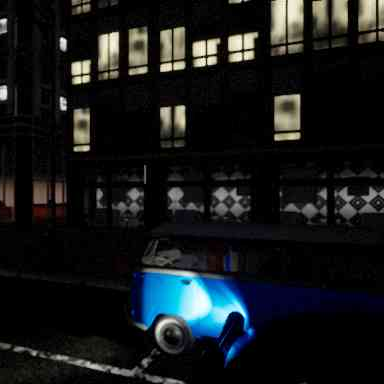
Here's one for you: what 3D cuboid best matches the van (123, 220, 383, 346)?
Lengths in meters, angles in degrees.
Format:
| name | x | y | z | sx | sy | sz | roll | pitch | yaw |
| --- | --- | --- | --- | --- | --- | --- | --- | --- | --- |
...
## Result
| name | x | y | z | sx | sy | sz | roll | pitch | yaw |
| --- | --- | --- | --- | --- | --- | --- | --- | --- | --- |
| van | 1.023 | 1.346 | 4.730 | 3.998 | 1.788 | 1.690 | 0 | 0 | 20 |

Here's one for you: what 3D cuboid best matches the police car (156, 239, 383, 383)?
| name | x | y | z | sx | sy | sz | roll | pitch | yaw |
| --- | --- | --- | --- | --- | --- | --- | --- | --- | --- |
| police car | 2.561 | 1.435 | 2.253 | 5.238 | 1.638 | 1.930 | 0 | 0 | 20 |
